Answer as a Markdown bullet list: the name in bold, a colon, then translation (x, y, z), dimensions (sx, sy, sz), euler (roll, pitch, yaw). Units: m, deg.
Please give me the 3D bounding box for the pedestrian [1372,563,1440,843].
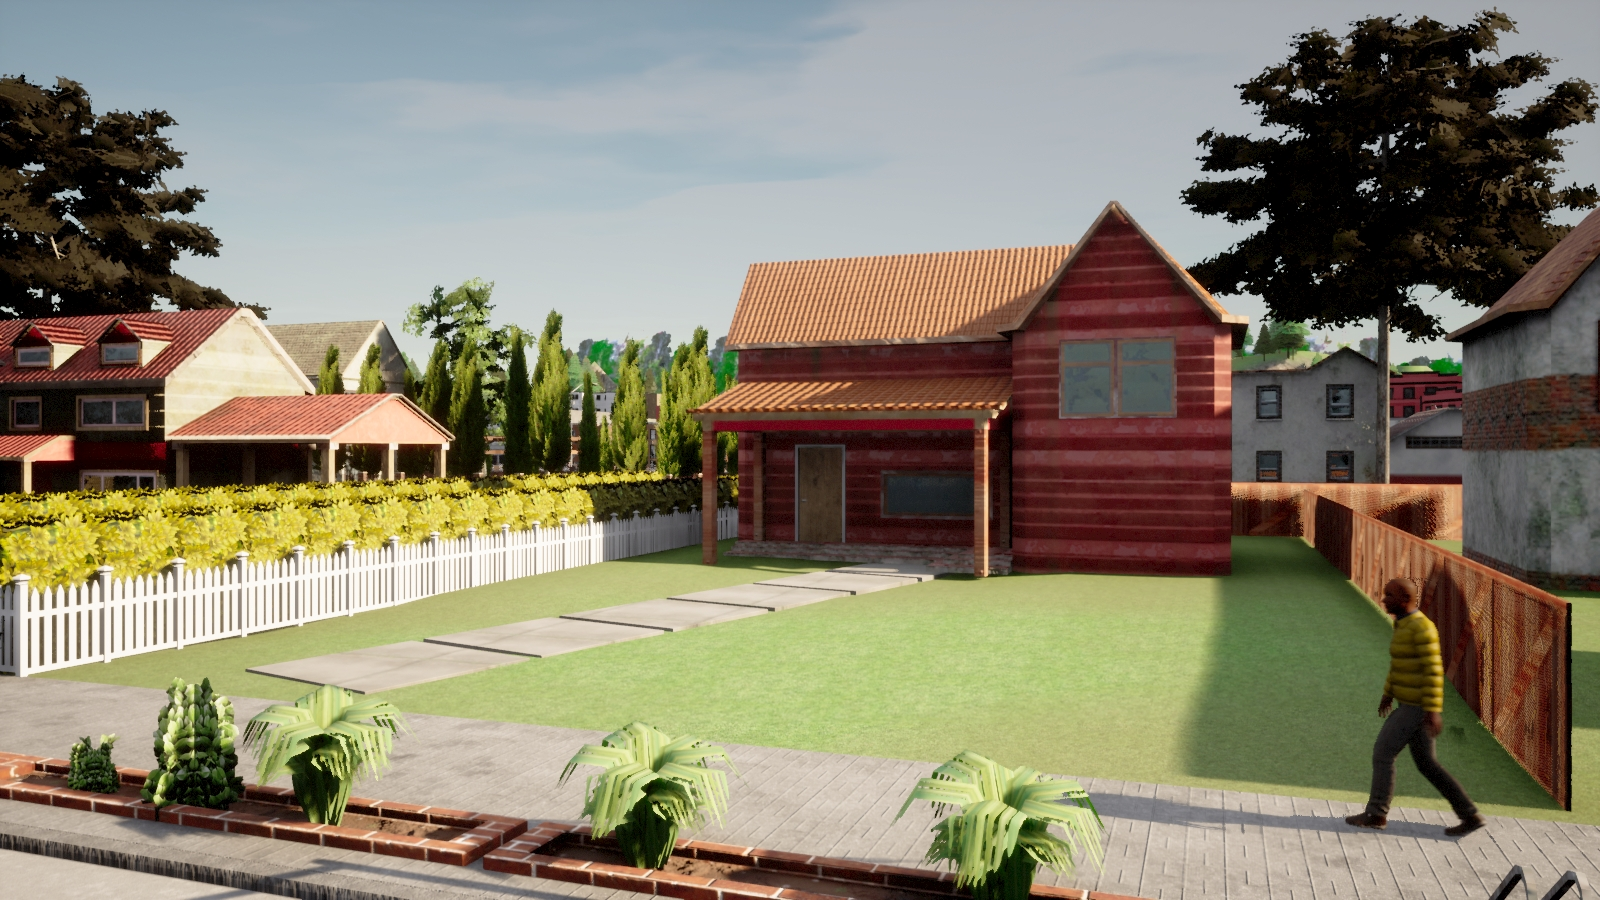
- **pedestrian**: translation (4.243, 1.744, 8.009), dimensions (0.375, 1.860, 0.375), euler (0, 0, 20)
